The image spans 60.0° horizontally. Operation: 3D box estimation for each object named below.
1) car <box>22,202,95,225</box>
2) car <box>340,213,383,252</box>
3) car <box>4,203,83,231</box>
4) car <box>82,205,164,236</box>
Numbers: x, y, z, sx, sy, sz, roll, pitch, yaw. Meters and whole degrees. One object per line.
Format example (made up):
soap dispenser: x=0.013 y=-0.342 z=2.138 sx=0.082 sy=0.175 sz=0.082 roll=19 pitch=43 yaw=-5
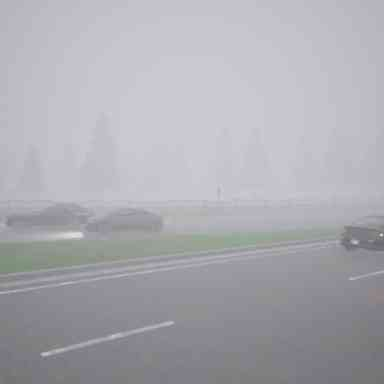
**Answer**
car: x=-9.329 y=1.482 z=23.644 sx=4.674 sy=1.442 sz=1.812 roll=0 pitch=0 yaw=-18
car: x=7.567 y=1.537 z=12.609 sx=4.674 sy=1.442 sz=1.812 roll=0 pitch=0 yaw=-31
car: x=-8.622 y=1.562 z=20.177 sx=4.718 sy=1.301 sz=1.895 roll=0 pitch=0 yaw=-17
car: x=-3.628 y=1.540 z=18.199 sx=4.181 sy=1.385 sz=1.994 roll=0 pitch=0 yaw=-20
